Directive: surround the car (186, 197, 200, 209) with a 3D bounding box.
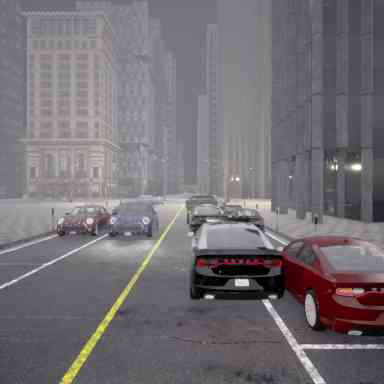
[{"bbox_3d":[0.122,1.483,45.535,1.837,1.490,4.892,0,0,1],"label":"car"}]

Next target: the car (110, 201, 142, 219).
[{"bbox_3d":[-5.707,1.557,29.295,1.947,1.339,4.313,0,0,0],"label":"car"}]

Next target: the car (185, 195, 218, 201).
[{"bbox_3d":[0.725,1.217,24.486,2.150,2.045,5.566,0,0,0],"label":"car"}]

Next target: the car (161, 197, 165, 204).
[{"bbox_3d":[-5.650,1.516,57.500,2.008,1.369,4.403,0,0,0],"label":"car"}]

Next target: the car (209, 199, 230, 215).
[{"bbox_3d":[2.830,1.512,35.090,1.752,1.417,4.829,0,0,0],"label":"car"}]

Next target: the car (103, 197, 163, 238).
[{"bbox_3d":[-2.964,1.349,17.695,2.097,1.767,4.553,0,0,0],"label":"car"}]

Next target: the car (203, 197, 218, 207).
[{"bbox_3d":[2.864,1.522,51.843,2.008,1.369,4.403,0,0,0],"label":"car"}]

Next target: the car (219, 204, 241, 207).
[{"bbox_3d":[2.796,1.547,17.998,2.008,1.369,4.403,0,0,0],"label":"car"}]

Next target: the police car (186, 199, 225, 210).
[{"bbox_3d":[0.809,1.422,18.538,1.930,1.638,5.238,0,0,-2],"label":"police car"}]

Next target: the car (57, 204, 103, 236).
[{"bbox_3d":[-5.730,1.437,18.013,1.967,1.590,4.097,0,0,0],"label":"car"}]

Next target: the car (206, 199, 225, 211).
[{"bbox_3d":[2.841,1.533,40.561,2.008,1.369,4.403,0,0,0],"label":"car"}]

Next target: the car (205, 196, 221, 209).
[{"bbox_3d":[2.852,1.417,46.202,1.967,1.590,4.097,0,0,0],"label":"car"}]

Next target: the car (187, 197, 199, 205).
[{"bbox_3d":[0.116,1.529,58.096,1.994,1.385,4.181,0,0,0],"label":"car"}]

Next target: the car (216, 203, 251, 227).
[{"bbox_3d":[2.807,1.560,23.638,1.947,1.339,4.313,0,0,0],"label":"car"}]

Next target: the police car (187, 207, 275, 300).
[{"bbox_3d":[0.904,1.426,8.566,1.930,1.638,5.238,0,0,0],"label":"police car"}]

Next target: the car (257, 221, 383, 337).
[{"bbox_3d":[2.773,1.544,6.717,1.887,1.381,4.507,0,0,0],"label":"car"}]
